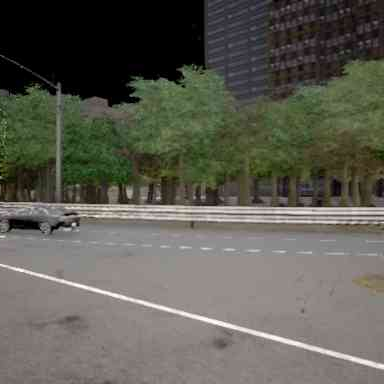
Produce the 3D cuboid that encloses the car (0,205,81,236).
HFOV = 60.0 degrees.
[{"bbox_3d":[-8.406,1.484,18.213,4.902,1.511,2.128,0,0,21],"label":"car"}]
